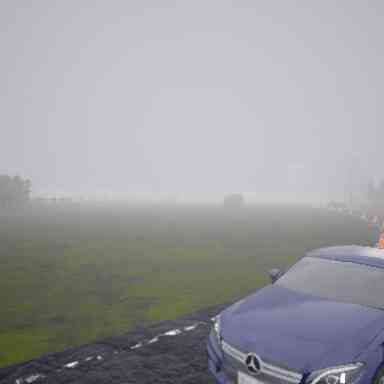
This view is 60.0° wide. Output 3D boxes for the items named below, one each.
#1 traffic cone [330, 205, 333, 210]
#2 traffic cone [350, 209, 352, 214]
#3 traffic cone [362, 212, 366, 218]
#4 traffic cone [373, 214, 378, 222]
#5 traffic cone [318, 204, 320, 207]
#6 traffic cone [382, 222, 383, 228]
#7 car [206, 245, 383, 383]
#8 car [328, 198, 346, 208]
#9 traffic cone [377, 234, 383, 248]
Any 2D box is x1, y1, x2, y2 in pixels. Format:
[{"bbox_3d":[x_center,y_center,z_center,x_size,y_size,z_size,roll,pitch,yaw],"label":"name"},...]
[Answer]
[{"bbox_3d":[19.187,2.131,45.755,0.340,0.580,0.340,0,0,12],"label":"traffic cone"},{"bbox_3d":[17.176,2.109,35.960,0.340,0.580,0.340,0,0,12],"label":"traffic cone"},{"bbox_3d":[16.129,2.098,31.203,0.340,0.580,0.340,0,0,15],"label":"traffic cone"},{"bbox_3d":[14.715,2.087,26.650,0.340,0.580,0.340,0,0,20],"label":"traffic cone"},{"bbox_3d":[21.197,2.149,55.551,0.340,0.580,0.340,0,0,12],"label":"traffic cone"},{"bbox_3d":[12.884,2.076,22.247,0.340,0.580,0.340,0,0,25],"label":"traffic cone"},{"bbox_3d":[2.251,1.566,4.725,4.674,1.442,1.812,1,0,-43],"label":"car"},{"bbox_3d":[22.579,1.668,51.968,1.882,1.535,5.008,0,0,12],"label":"car"},{"bbox_3d":[8.039,2.055,14.045,0.340,0.580,0.340,0,0,36],"label":"traffic cone"}]
